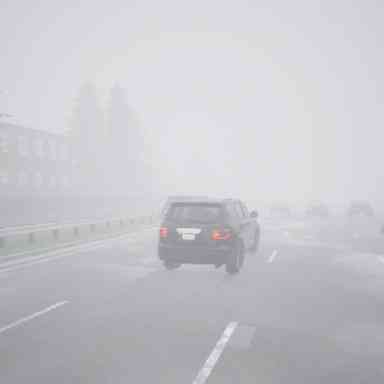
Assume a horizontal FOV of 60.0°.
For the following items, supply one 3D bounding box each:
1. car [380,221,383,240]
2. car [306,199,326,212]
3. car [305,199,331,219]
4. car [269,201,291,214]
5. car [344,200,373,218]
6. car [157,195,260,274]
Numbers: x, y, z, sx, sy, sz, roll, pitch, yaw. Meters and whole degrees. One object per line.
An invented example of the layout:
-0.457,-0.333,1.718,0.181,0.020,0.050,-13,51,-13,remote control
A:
9.236,1.547,13.719,2.033,1.411,5.357,0,0,20,car
14.647,1.564,39.398,1.994,1.385,4.181,0,0,18,car
11.182,1.526,29.685,1.812,1.442,4.674,0,0,20,car
9.302,1.601,34.840,1.895,1.301,4.718,0,0,20,car
15.111,1.504,30.282,1.837,1.490,4.892,0,0,20,car
0.807,1.222,10.901,2.150,2.045,5.566,0,0,20,car
